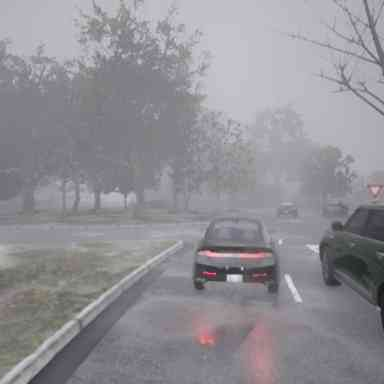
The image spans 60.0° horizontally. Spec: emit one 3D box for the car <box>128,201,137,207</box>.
[{"bbox_3d":[-8.783,1.995,59.873,5.357,1.411,2.033,0,-1,2],"label":"car"}]

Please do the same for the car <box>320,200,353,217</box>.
[{"bbox_3d":[14.589,1.613,33.509,2.128,1.511,4.902,0,-1,34],"label":"car"}]

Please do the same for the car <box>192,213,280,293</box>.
[{"bbox_3d":[1.173,1.424,8.729,2.128,1.511,4.902,0,0,9],"label":"car"}]

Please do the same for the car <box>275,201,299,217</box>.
[{"bbox_3d":[9.234,1.629,32.382,1.812,1.442,4.674,0,-1,16],"label":"car"}]

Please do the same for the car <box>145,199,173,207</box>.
[{"bbox_3d":[-5.575,1.879,56.167,5.008,1.535,1.882,0,-1,9],"label":"car"}]

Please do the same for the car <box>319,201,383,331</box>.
[{"bbox_3d":[3.970,1.161,5.910,2.150,2.045,5.566,0,0,7],"label":"car"}]

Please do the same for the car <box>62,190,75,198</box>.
[{"bbox_3d":[-32.177,0.870,85.858,1.946,1.575,5.366,0,3,-12],"label":"car"}]
